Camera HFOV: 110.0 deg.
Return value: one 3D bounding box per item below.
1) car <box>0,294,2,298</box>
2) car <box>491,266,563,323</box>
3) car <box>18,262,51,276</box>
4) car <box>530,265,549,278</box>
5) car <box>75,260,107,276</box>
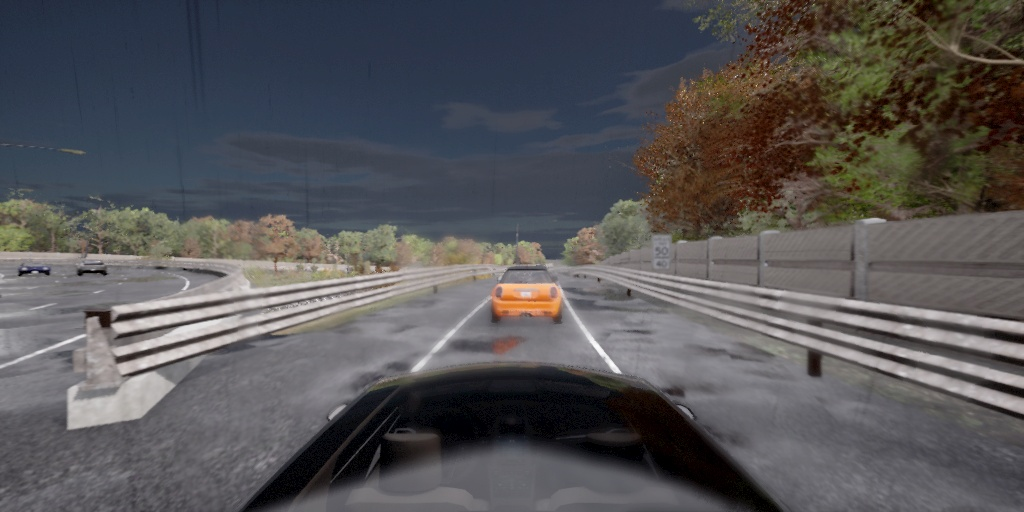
[{"bbox_3d":[-18.101,1.310,10.775,1.895,1.301,4.718,0,0,-34],"label":"car"},{"bbox_3d":[0.544,1.107,12.278,2.097,1.767,4.553,0,0,4],"label":"car"},{"bbox_3d":[-46.742,1.248,35.088,4.718,1.301,1.895,0,0,36],"label":"car"},{"bbox_3d":[3.228,1.808,41.474,2.033,1.411,5.357,0,-3,6],"label":"car"},{"bbox_3d":[-42.271,1.150,36.070,4.902,1.511,2.128,0,0,38],"label":"car"}]
